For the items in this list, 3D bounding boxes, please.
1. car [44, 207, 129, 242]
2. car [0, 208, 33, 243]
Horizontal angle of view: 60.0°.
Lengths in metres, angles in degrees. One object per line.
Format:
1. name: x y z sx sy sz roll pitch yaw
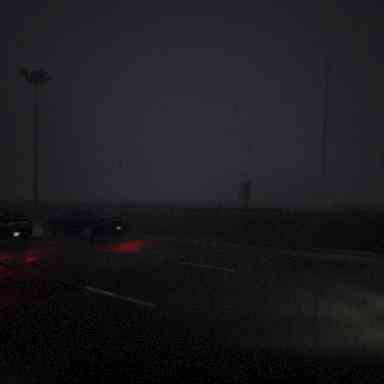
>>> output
1. car: -5.311 1.459 16.375 5.008 1.535 1.882 0 0 36
2. car: -8.994 1.470 14.703 4.902 1.511 2.128 0 0 35
